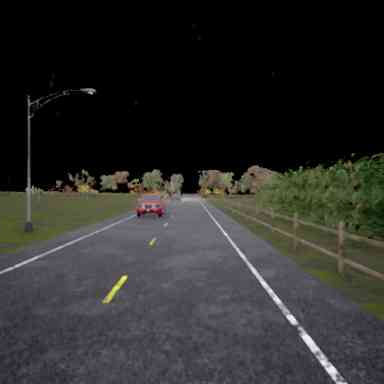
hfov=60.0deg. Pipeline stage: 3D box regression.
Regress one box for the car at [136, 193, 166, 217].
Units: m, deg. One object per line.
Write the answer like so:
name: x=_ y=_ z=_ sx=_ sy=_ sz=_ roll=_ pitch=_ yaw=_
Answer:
car: x=-3.602 y=1.138 z=30.095 sx=2.150 sy=2.045 sz=5.566 roll=0 pitch=0 yaw=0

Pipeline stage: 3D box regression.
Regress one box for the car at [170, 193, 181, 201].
car: x=-3.512 y=1.099 z=72.134 sx=2.097 sy=1.767 sz=4.553 roll=0 pitch=0 yaw=0
